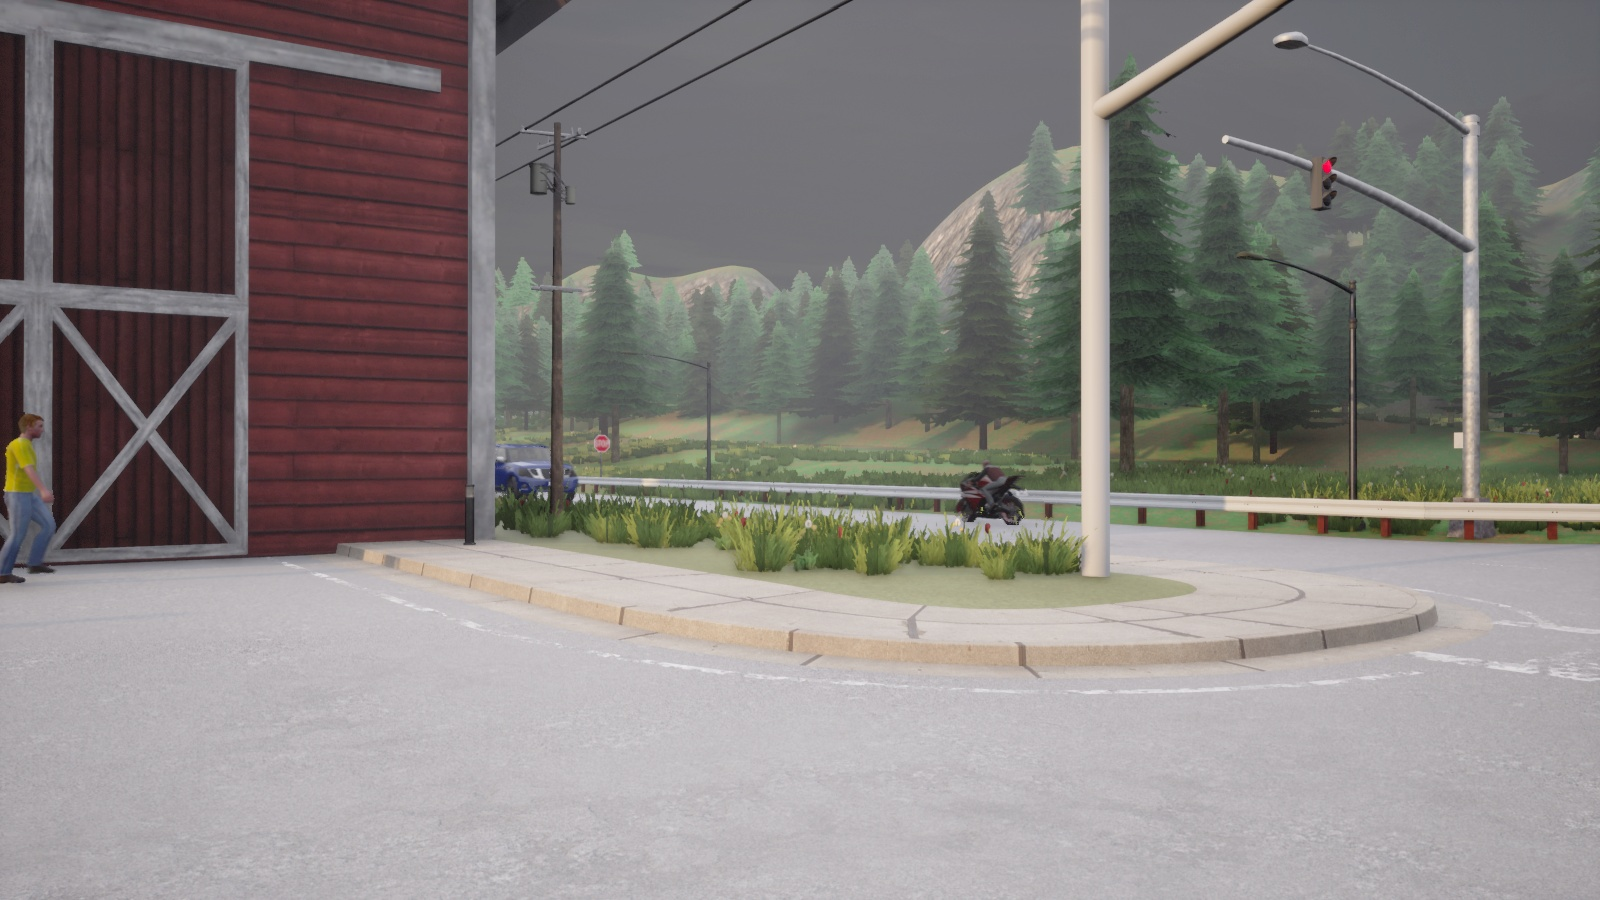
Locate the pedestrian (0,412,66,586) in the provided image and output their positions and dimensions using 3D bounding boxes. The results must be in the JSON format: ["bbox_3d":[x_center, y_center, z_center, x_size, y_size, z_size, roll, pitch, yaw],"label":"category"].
[{"bbox_3d":[-8.299,0.520,13.483,0.706,1.836,0.354,0,0,-26],"label":"pedestrian"}]

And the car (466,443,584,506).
[{"bbox_3d":[-9.710,0.824,43.981,2.150,2.045,5.566,0,0,-34],"label":"car"}]

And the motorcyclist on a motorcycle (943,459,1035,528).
[{"bbox_3d":[4.379,0.987,29.232,0.866,1.530,2.191,0,0,-34],"label":"motorcyclist on a motorcycle"}]
